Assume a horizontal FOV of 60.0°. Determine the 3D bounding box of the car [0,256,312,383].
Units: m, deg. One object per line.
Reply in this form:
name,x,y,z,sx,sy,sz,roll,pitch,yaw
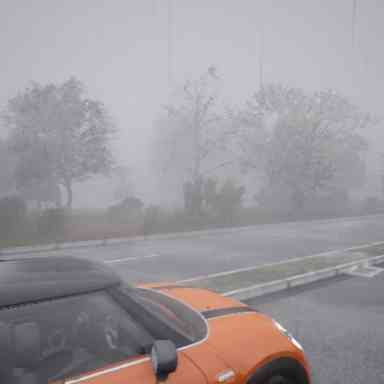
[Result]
car,-1.098,1.349,2.655,4.553,1.767,2.097,0,0,-35
